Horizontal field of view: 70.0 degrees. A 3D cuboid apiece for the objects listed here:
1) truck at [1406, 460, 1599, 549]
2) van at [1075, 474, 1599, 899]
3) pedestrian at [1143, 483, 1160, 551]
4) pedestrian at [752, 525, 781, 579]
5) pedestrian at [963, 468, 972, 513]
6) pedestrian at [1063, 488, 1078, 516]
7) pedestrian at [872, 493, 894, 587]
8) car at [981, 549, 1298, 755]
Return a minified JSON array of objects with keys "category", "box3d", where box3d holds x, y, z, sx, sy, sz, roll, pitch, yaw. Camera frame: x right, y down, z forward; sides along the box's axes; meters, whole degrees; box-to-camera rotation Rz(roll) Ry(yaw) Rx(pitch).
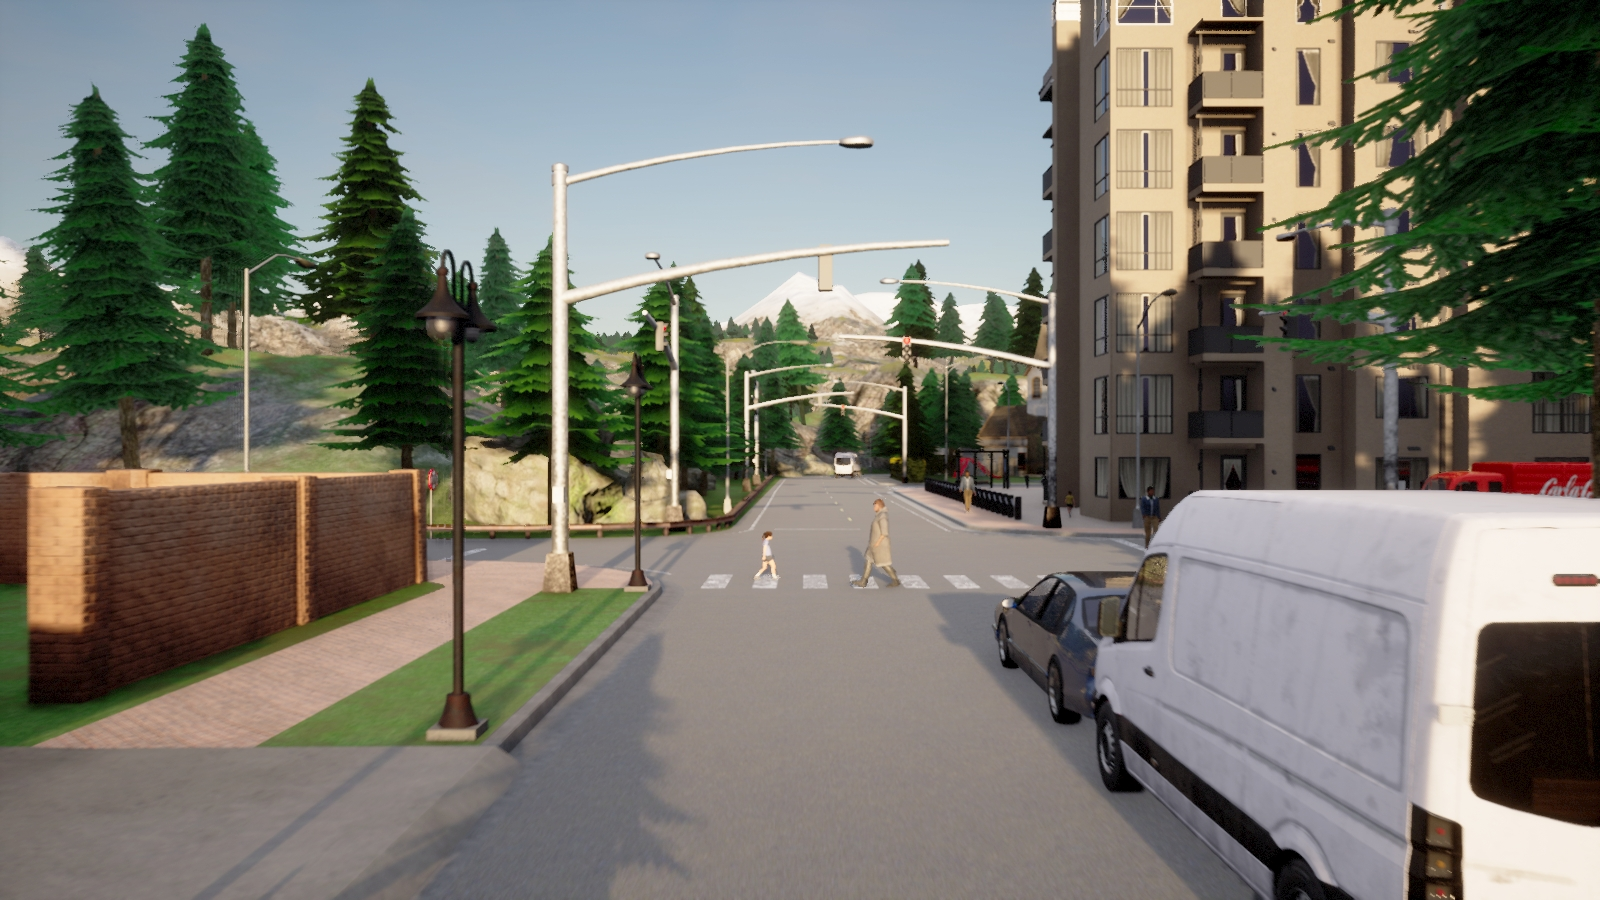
[{"category":"truck","box3d":[20.979,1.549,33.334,5.204,2.467,2.627,0,0,1]},{"category":"van","box3d":[3.512,1.501,7.498,1.988,2.561,5.915,0,0,0]},{"category":"pedestrian","box3d":[9.652,1.830,31.369,0.375,1.860,0.375,0,0,2]},{"category":"pedestrian","box3d":[-0.730,2.196,24.603,0.500,1.100,0.500,0,0,-19]},{"category":"pedestrian","box3d":[6.998,1.692,47.654,0.375,1.860,0.375,0,0,10]},{"category":"pedestrian","box3d":[10.691,2.060,45.184,0.500,1.100,0.500,0,0,1]},{"category":"pedestrian","box3d":[1.681,1.817,23.184,0.375,1.860,0.375,0,0,-10]},{"category":"car","box3d":[3.507,2.072,13.068,2.033,1.411,5.357,0,0,0]}]
